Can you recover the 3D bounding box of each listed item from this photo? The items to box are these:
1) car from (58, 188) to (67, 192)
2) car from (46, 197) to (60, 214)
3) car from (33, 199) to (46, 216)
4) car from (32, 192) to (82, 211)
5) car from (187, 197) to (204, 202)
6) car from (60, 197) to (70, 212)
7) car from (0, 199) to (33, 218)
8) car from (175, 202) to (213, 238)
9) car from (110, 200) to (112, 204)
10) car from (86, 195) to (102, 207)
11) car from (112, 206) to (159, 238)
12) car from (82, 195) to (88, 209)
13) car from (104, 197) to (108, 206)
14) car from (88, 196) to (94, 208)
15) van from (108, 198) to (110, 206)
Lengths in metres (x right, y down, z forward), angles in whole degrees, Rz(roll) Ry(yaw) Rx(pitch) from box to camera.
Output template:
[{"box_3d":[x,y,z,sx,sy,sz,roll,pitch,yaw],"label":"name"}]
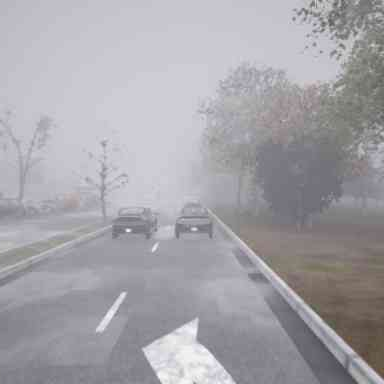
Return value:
[{"box_3d":[-34.147,-0.049,87.791,2.435,2.045,5.566,6,-3,-19],"label":"car"},{"box_3d":[-16.797,1.569,34.994,4.892,1.521,2.231,-1,-1,-20],"label":"car"},{"box_3d":[-16.826,1.424,31.984,4.553,1.767,2.185,-1,-1,-20],"label":"car"},{"box_3d":[-16.812,1.358,40.983,5.566,2.045,2.435,-1,0,-20],"label":"car"},{"box_3d":[0.110,1.582,35.425,1.837,1.490,4.892,0,0,0],"label":"car"},{"box_3d":[-16.812,1.617,37.978,4.792,1.488,2.163,-1,0,-20],"label":"car"},{"box_3d":[-16.766,1.407,28.998,4.553,1.767,2.185,-1,0,-20],"label":"car"},{"box_3d":[0.105,1.493,17.622,2.128,1.511,4.902,0,0,0],"label":"car"},{"box_3d":[-16.616,1.616,59.046,4.553,1.767,2.185,-1,0,-19],"label":"car"},{"box_3d":[-16.781,1.424,49.996,5.566,2.045,2.435,-1,0,-20],"label":"car"},{"box_3d":[-2.895,1.506,17.574,1.837,1.490,4.892,0,0,0],"label":"car"},{"box_3d":[-16.951,1.630,43.931,5.366,1.575,1.946,-1,0,-20],"label":"car"},{"box_3d":[-16.708,1.446,53.033,5.566,2.045,2.435,-1,-1,-20],"label":"car"},{"box_3d":[-16.761,1.693,46.998,4.674,1.452,2.002,-1,0,-20],"label":"car"},{"box_3d":[-16.592,1.492,56.069,4.442,1.987,1.878,-1,-1,-19],"label":"van"}]
